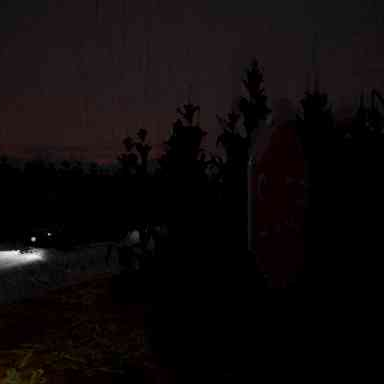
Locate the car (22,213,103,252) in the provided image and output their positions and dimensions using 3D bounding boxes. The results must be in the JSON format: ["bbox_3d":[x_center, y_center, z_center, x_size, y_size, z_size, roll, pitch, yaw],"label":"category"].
[{"bbox_3d":[-4.792,1.575,14.012,1.994,1.385,4.181,0,0,33],"label":"car"}]
